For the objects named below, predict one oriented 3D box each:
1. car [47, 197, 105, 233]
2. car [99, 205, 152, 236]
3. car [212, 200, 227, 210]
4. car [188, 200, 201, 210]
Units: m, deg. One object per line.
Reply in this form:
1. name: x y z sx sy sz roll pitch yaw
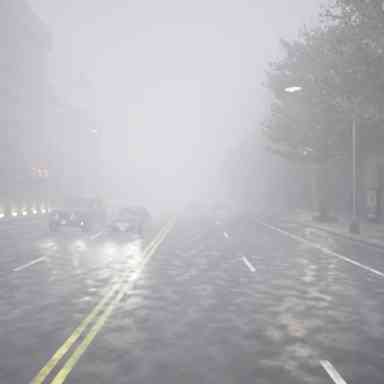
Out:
1. car: -6.910 1.332 20.789 2.150 2.045 5.566 0 -1 1
2. car: -3.439 1.591 19.033 2.128 1.511 4.902 0 0 1
3. car: 3.870 1.808 47.083 1.994 1.385 4.181 0 0 0
4. car: 0.377 1.850 48.013 1.895 1.301 4.718 0 0 0
